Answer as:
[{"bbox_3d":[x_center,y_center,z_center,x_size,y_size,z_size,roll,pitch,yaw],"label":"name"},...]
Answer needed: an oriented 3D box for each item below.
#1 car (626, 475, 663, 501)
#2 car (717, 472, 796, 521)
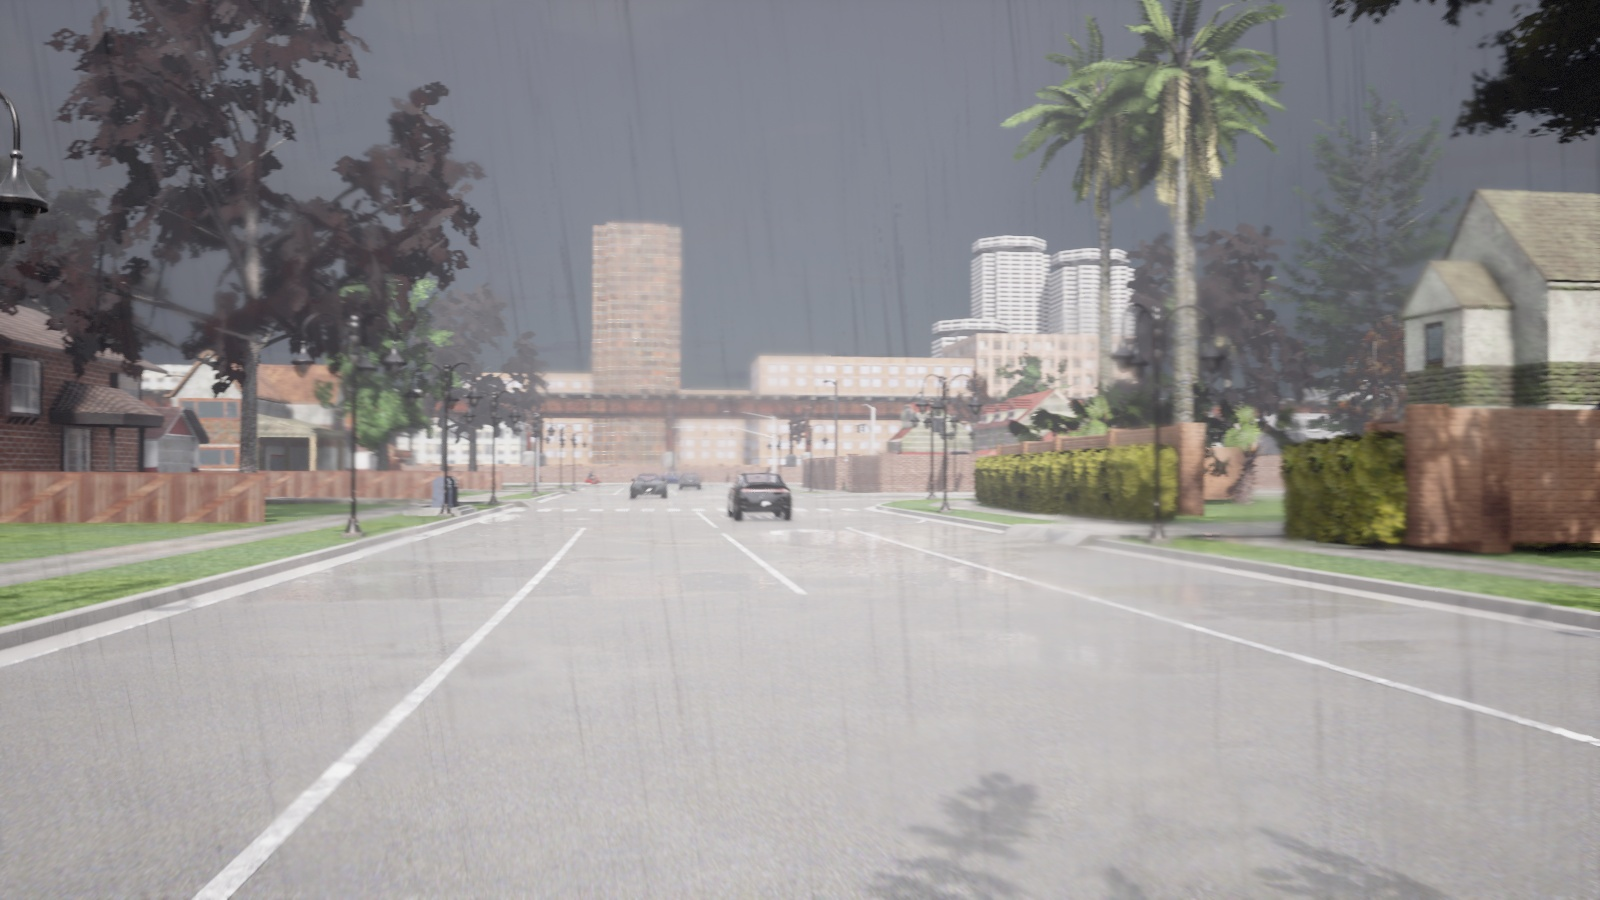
[{"bbox_3d":[-8.615,2.085,69.603,1.994,1.385,4.181,0,-2,-7],"label":"car"},{"bbox_3d":[-1.501,1.473,41.267,2.128,1.511,4.902,0,-1,-7],"label":"car"}]
